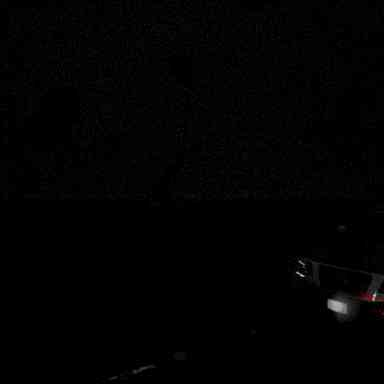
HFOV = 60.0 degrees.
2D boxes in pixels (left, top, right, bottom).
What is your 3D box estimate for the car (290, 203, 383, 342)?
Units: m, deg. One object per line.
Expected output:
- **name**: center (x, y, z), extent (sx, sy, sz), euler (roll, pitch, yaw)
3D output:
- **car**: center (4.251, 1.219, 6.112), extent (5.566, 2.045, 2.150), euler (0, 0, -35)
